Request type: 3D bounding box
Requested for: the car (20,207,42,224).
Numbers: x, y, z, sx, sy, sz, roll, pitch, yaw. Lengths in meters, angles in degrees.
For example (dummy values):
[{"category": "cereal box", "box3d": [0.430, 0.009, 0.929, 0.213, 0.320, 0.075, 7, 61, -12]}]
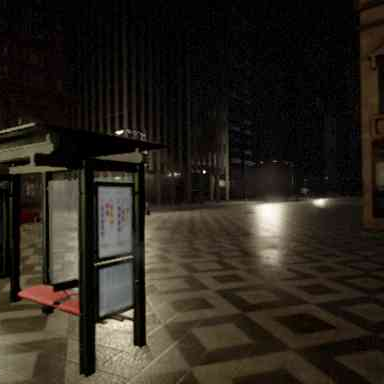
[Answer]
[{"category": "car", "box3d": [-12.056, 1.578, 22.338, 1.994, 1.385, 4.181, -1, 0, 36]}]
